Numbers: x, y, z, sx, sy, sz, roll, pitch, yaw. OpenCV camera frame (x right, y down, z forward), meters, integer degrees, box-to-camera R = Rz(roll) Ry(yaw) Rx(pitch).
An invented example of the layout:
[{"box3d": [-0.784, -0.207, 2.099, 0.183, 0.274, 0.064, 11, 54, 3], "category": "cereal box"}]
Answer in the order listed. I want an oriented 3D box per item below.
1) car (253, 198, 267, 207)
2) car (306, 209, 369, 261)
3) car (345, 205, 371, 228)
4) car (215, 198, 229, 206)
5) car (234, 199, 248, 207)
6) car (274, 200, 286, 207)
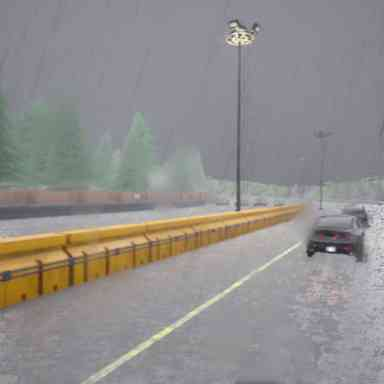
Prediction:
[{"box3d": [12.650, 1.845, 61.417, 2.097, 1.767, 4.553, 0, 0, 18], "category": "car"}, {"box3d": [5.778, 1.642, 13.125, 1.837, 1.490, 4.892, 0, 0, 29], "category": "car"}, {"box3d": [12.902, 1.794, 26.311, 1.837, 1.490, 4.892, 0, 0, 28], "category": "car"}, {"box3d": [5.770, 1.935, 62.872, 1.837, 1.490, 4.892, 1, 0, 18], "category": "car"}, {"box3d": [9.211, 2.026, 62.186, 1.994, 1.385, 4.181, 0, 0, 18], "category": "car"}, {"box3d": [15.739, 2.114, 59.564, 1.895, 1.301, 4.718, 0, 0, 18], "category": "car"}]
